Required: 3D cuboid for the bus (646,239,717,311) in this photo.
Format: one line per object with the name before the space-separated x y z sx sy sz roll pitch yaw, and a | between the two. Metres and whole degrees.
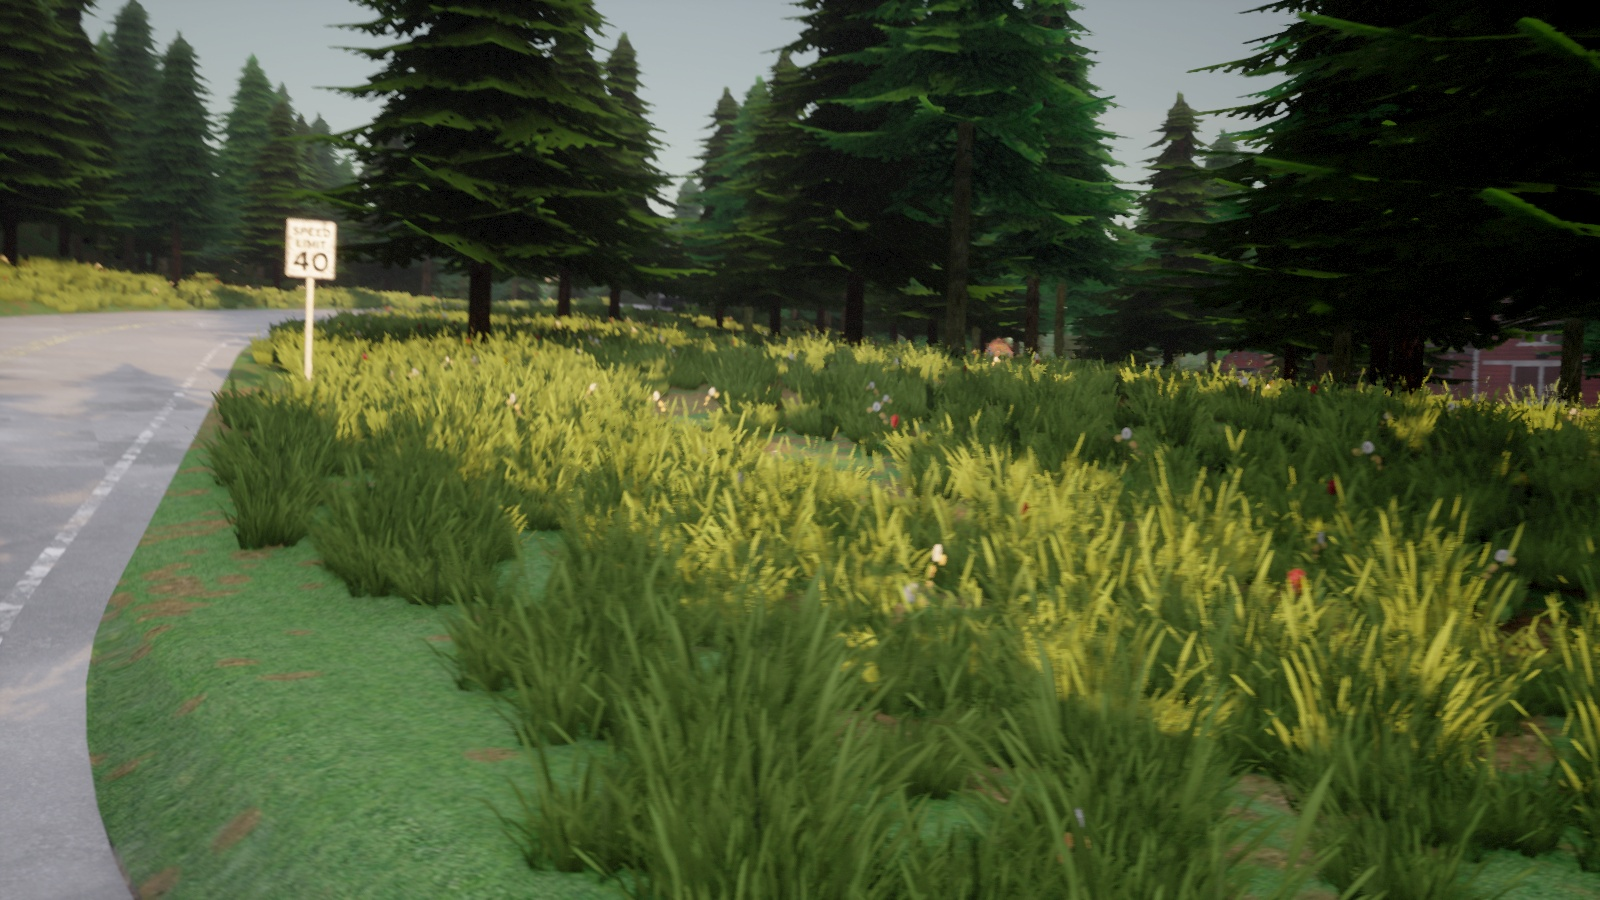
bus | -8.205 -11.741 85.473 3.944 4.253 10.273 2 5 -10
